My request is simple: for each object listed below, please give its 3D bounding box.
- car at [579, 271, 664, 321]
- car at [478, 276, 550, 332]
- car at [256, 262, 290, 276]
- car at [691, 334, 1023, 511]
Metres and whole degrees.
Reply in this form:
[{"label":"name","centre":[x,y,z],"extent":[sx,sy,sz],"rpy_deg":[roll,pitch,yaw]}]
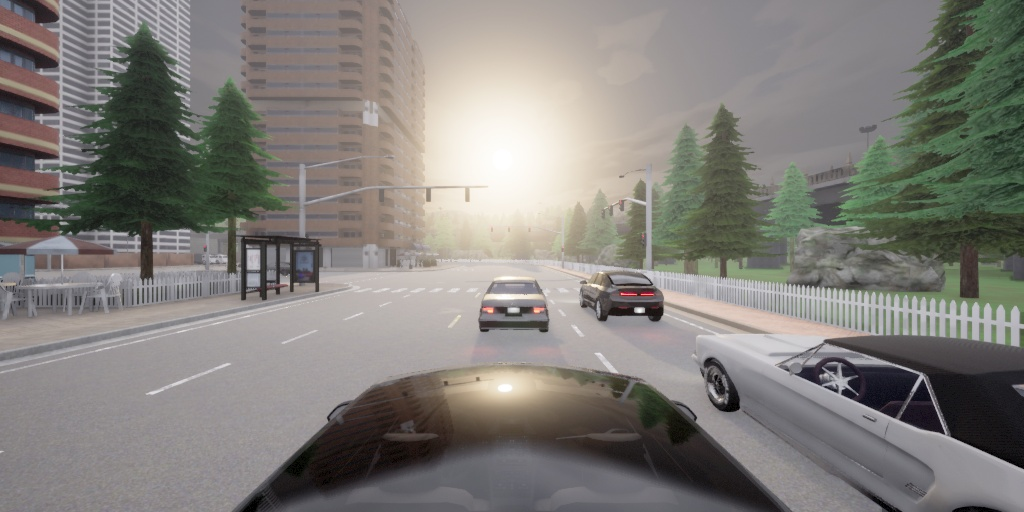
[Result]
[{"label":"car","centre":[3.568,1.255,12.375],"extent":[1.837,1.490,4.892],"rpy_deg":[0,0,1]},{"label":"car","centre":[0.081,1.297,10.787],"extent":[2.033,1.411,5.357],"rpy_deg":[0,0,1]},{"label":"car","centre":[-24.741,1.331,37.773],"extent":[4.674,1.442,1.812],"rpy_deg":[0,0,0]},{"label":"car","centre":[3.514,1.351,3.113],"extent":[1.895,1.301,4.718],"rpy_deg":[0,0,1]}]
